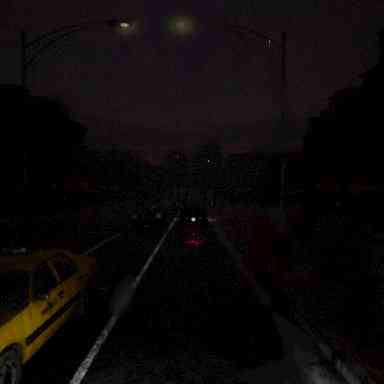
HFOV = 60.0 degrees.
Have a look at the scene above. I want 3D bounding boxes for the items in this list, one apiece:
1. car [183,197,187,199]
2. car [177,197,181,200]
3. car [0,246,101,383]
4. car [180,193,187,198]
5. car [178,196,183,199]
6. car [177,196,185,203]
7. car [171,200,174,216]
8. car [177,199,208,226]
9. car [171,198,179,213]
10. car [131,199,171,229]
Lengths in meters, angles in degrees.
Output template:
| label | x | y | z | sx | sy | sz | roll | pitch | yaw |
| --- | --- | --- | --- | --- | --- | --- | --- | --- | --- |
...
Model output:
| label | x | y | z | sx | sy | sz | roll | pitch | yaw |
| --- | --- | --- | --- | --- | --- | --- | --- | --- | --- |
| car | 0.084 | 1.649 | 40.453 | 1.895 | 1.301 | 4.718 | 0 | 0 | 0 |
| car | -2.672 | 1.590 | 37.639 | 2.008 | 1.369 | 4.403 | -2 | 0 | 0 |
| car | -2.659 | 1.519 | 4.783 | 1.752 | 1.417 | 4.829 | -1 | 0 | 0 |
| car | -2.689 | 1.653 | 75.310 | 1.967 | 1.590 | 4.097 | -2 | 0 | 0 |
| car | -2.675 | 1.661 | 48.533 | 1.802 | 1.307 | 4.206 | -2 | 0 | 0 |
| car | -2.688 | 1.763 | 80.677 | 1.752 | 1.417 | 4.829 | -2 | 0 | 0 |
| car | -2.664 | 1.591 | 26.738 | 1.802 | 1.307 | 4.206 | -1 | 0 | 0 |
| car | 0.091 | 1.507 | 23.671 | 1.837 | 1.490 | 4.892 | 0 | 0 | 0 |
| car | -2.669 | 1.574 | 32.190 | 2.008 | 1.369 | 4.403 | -2 | 0 | 0 |
| car | -2.668 | 1.439 | 21.295 | 1.967 | 1.590 | 4.097 | -2 | 0 | 0 |
